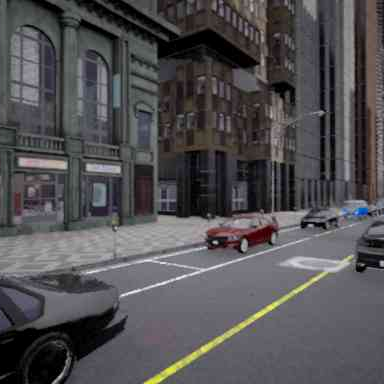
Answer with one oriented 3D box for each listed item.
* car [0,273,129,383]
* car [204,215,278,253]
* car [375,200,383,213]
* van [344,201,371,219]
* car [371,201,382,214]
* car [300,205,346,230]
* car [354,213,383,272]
[{"bbox_3d":[-3.117,1.592,3.217,2.033,1.411,5.357,-1,-1,37],"label":"car"},{"bbox_3d":[2.272,1.723,14.629,1.887,1.381,4.507,-1,-1,37],"label":"car"},{"bbox_3d":[22.844,2.063,41.471,1.947,1.339,4.313,-1,-1,37],"label":"car"},{"bbox_3d":[15.986,1.732,32.527,1.690,1.788,3.998,-1,-1,37],"label":"van"},{"bbox_3d":[19.415,2.010,36.998,1.947,1.339,4.313,-1,-1,37],"label":"car"},{"bbox_3d":[9.129,1.850,23.576,1.947,1.339,4.313,-1,-1,37],"label":"car"},{"bbox_3d":[6.496,1.629,10.501,1.837,1.490,4.892,-1,-1,37],"label":"car"}]
